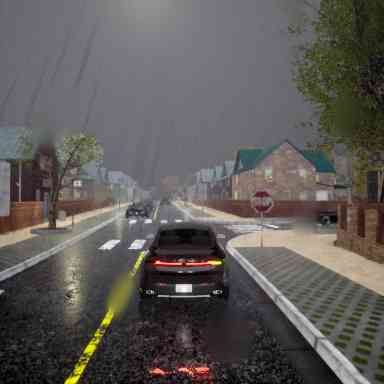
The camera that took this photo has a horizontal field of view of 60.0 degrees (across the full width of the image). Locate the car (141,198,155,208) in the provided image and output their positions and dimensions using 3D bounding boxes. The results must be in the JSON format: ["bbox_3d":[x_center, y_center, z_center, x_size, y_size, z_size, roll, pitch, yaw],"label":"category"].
[{"bbox_3d":[-6.992,1.758,53.470,2.033,1.411,5.357,0,0,-5],"label":"car"}]

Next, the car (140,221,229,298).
[{"bbox_3d":[-0.163,1.515,8.501,1.837,1.490,4.892,0,0,0],"label":"car"}]

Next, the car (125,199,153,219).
[{"bbox_3d":[-4.844,1.627,30.062,1.994,1.385,4.181,0,0,-5],"label":"car"}]

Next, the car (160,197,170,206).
[{"bbox_3d":[-5.021,1.793,62.534,1.837,1.490,4.892,0,0,-5],"label":"car"}]

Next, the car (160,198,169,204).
[{"bbox_3d":[-5.991,1.883,72.936,1.895,1.301,4.718,0,-1,-5],"label":"car"}]

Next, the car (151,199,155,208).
[{"bbox_3d":[-5.872,1.685,41.044,1.994,1.385,4.181,0,0,-5],"label":"car"}]

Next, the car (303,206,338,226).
[{"bbox_3d":[10.167,1.575,22.770,4.718,1.301,1.895,0,-1,-7],"label":"car"}]
